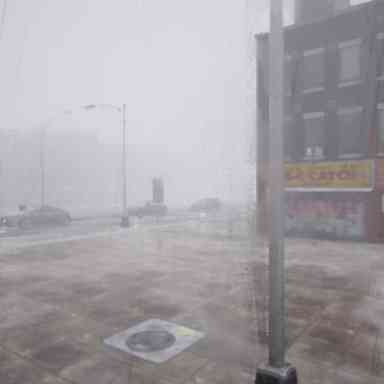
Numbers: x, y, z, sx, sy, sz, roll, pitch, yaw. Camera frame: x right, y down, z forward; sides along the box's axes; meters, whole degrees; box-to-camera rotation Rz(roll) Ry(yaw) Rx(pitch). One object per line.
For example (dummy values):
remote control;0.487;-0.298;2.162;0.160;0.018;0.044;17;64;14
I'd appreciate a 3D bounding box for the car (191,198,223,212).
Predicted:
car;1.830;1.422;38.223;1.837;1.490;4.892;0;0;36

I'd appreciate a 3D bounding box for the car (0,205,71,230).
car;-9.982;1.557;21.484;1.994;1.385;4.181;0;0;36

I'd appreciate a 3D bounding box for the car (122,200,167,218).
car;-4.118;1.480;29.802;1.812;1.442;4.674;0;0;35
